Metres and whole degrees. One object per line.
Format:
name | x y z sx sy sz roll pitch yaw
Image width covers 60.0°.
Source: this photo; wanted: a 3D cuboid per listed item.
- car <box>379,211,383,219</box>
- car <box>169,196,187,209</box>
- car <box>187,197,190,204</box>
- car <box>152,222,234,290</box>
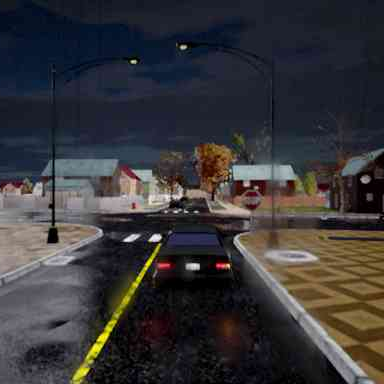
car | 17.785 1.867 26.746 4.718 1.301 1.895 1 0 8
car | -2.222 1.629 47.747 2.033 1.411 5.357 0 0 2
car | -1.438 1.649 67.499 1.837 1.490 4.892 0 -1 2
car | 0.043 1.559 9.234 2.033 1.411 5.357 0 0 1
